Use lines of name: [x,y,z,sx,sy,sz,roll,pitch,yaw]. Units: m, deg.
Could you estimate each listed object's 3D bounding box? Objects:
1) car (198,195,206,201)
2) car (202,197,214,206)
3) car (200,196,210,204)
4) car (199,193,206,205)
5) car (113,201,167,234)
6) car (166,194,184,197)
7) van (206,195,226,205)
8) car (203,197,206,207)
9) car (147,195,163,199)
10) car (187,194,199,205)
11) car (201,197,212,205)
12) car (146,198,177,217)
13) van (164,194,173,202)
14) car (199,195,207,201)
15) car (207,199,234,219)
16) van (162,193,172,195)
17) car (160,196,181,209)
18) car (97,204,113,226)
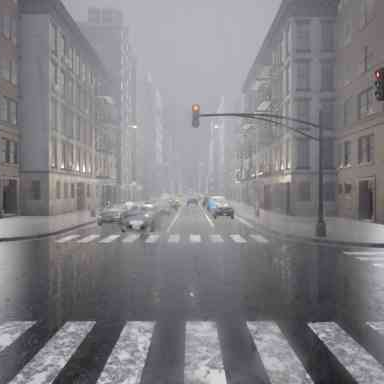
car: [2.634,1.560,88.324,1.947,1.339,4.313,0,0,0]
car: [2.633,1.562,55.886,1.947,1.339,4.313,0,0,0]
car: [2.634,1.521,66.868,1.752,1.417,4.829,0,0,0]
car: [2.633,1.311,50.480,2.192,1.841,5.009,0,0,0]
car: [-2.857,1.490,19.440,2.128,1.511,4.902,0,0,0]
car: [-2.810,1.474,52.967,1.882,1.535,5.008,0,0,1]
van: [2.632,1.338,34.261,1.690,1.788,3.998,0,0,0]
car: [2.632,1.578,39.668,1.802,1.307,4.206,0,0,0]
car: [-5.421,1.436,45.071,1.967,1.590,4.097,0,0,0]
car: [0.085,1.501,57.017,1.837,1.490,4.892,0,0,0]
car: [2.633,1.546,61.293,2.008,1.369,4.403,0,0,0]
car: [-2.853,1.545,31.979,2.033,1.411,5.357,0,0,0]
van: [-5.458,1.336,77.508,1.690,1.788,3.998,0,0,0]
car: [2.634,1.540,82.918,1.887,1.381,4.507,0,0,0]
car: [2.632,1.548,28.855,2.008,1.369,4.403,0,0,0]
van: [-5.446,1.337,66.695,1.690,1.788,3.998,0,0,0]
car: [-2.845,1.560,42.449,1.994,1.385,4.181,0,0,1]
car: [-5.396,1.549,23.446,2.008,1.369,4.403,0,0,0]
